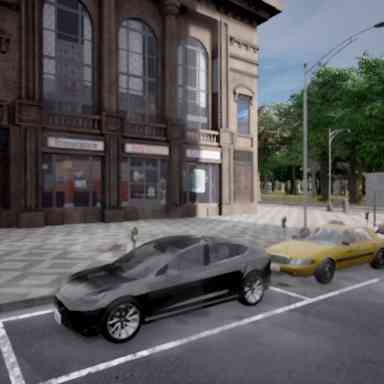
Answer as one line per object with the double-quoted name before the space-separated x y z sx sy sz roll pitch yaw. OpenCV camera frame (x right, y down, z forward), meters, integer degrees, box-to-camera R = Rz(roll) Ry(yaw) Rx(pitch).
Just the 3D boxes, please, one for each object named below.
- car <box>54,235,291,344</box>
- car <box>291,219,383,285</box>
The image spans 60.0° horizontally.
"car" -0.313 1.561 6.431 4.313 1.339 1.947 0 0 -36
"car" 3.974 1.514 9.494 4.829 1.417 1.752 0 0 -36
